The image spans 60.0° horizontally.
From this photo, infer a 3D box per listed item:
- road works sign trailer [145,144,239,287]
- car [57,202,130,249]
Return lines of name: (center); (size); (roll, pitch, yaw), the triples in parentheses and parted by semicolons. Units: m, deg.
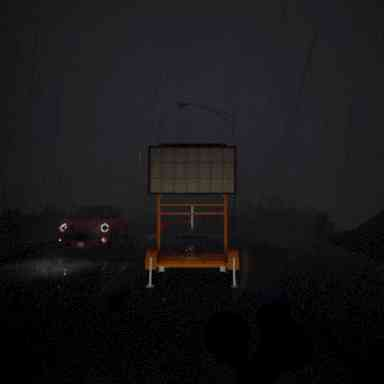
road works sign trailer: (0.009, 0.464, 9.270); (2.380, 3.560, 2.880); (0, 0, 0)
car: (-4.087, 1.353, 14.462); (2.097, 1.767, 4.553); (0, 0, 0)
